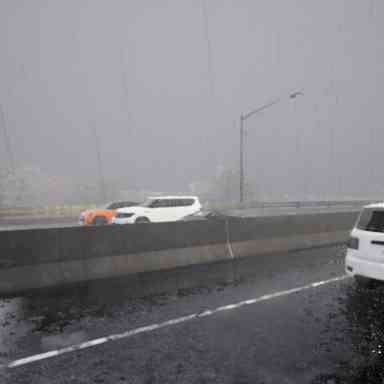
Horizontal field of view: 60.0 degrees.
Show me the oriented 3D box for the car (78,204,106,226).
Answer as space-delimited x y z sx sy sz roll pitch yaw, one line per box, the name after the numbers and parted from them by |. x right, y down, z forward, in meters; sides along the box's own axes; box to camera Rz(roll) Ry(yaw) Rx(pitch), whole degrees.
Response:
-5.029 1.375 21.856 4.553 1.767 2.097 0 0 -35 | car

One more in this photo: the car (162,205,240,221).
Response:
0.882 1.597 17.457 4.181 1.385 1.994 0 0 -35 | car

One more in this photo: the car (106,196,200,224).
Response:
-1.876 1.251 19.801 5.566 2.045 2.150 0 0 -35 | car

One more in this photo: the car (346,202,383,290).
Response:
5.953 1.252 7.947 5.566 2.045 2.150 0 0 -35 | car
